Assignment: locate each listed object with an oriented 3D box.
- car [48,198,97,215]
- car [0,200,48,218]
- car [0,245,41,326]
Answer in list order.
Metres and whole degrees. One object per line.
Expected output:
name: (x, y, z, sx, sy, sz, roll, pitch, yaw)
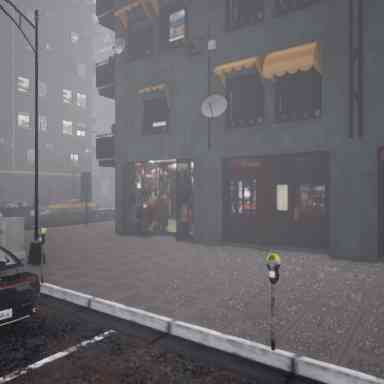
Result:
car: (-11.019, 1.250, 30.514, 1.752, 1.417, 4.829, 1, 1, 35)
car: (-14.103, 1.350, 26.086, 2.008, 1.369, 4.403, 1, 1, 35)
car: (-4.519, 1.551, 6.086, 4.403, 1.369, 2.008, 0, 0, 35)
